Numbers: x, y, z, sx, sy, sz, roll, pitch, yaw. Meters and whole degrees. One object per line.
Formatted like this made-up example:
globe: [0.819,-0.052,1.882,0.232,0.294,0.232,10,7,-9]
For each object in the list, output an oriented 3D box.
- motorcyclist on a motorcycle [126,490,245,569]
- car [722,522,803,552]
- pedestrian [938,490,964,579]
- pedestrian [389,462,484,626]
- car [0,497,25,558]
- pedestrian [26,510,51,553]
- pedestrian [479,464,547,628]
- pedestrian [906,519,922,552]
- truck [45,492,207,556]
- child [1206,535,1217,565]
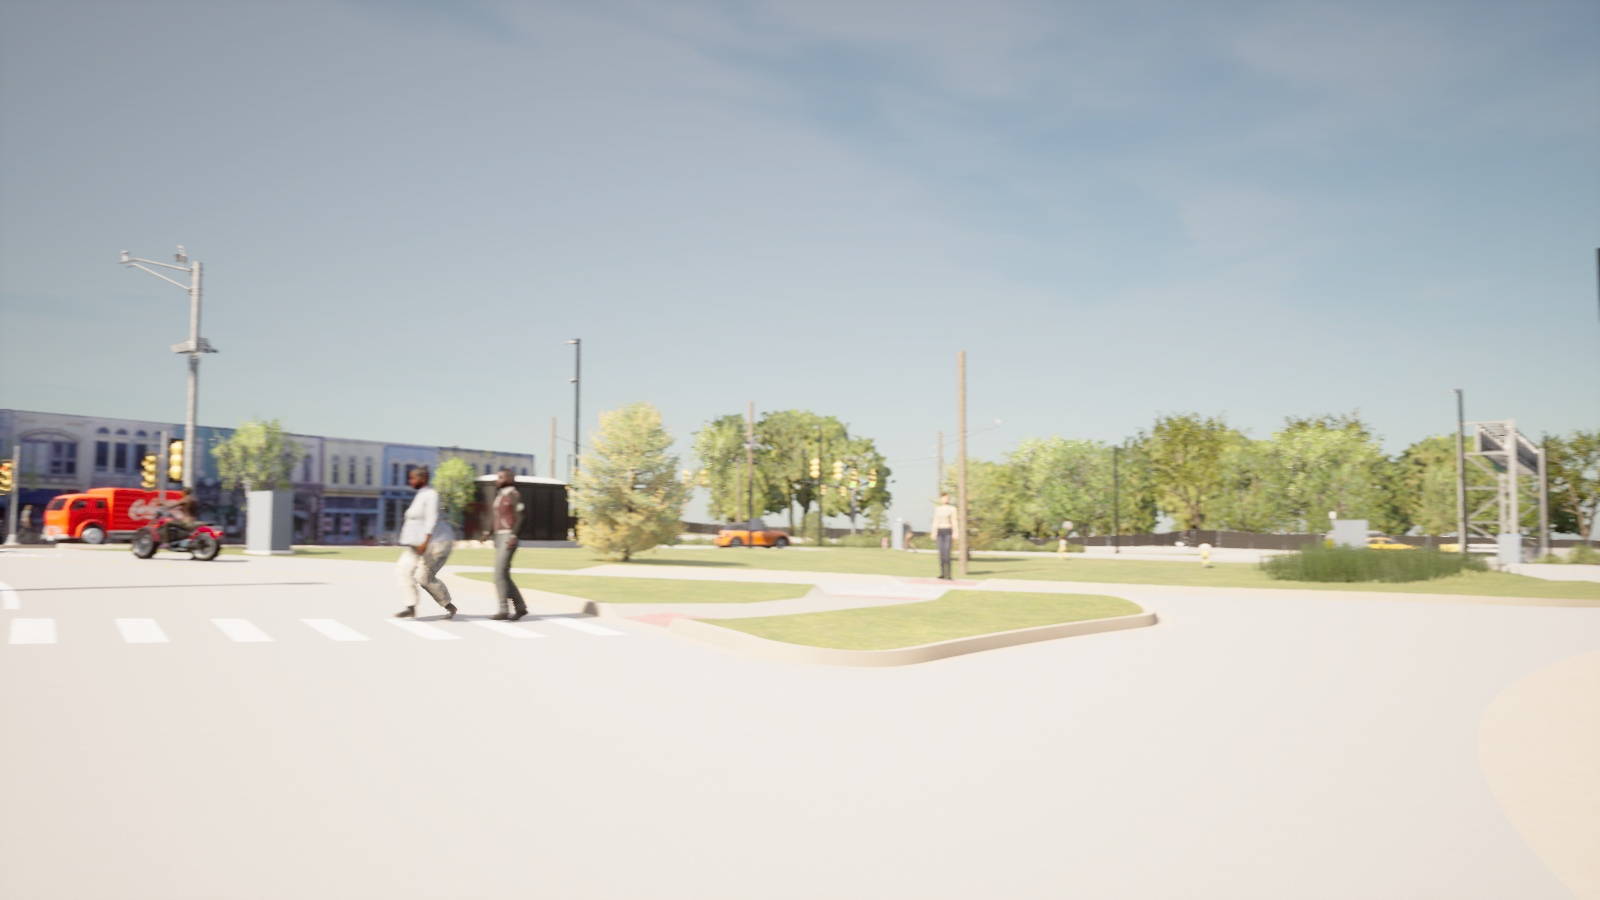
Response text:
motorcyclist on a motorcycle: [-13.283,1.720,27.146,2.350,1.649,0.766,0,-4,17]
car: [-2.306,5.377,77.816,4.553,1.767,2.097,1,-4,-25]
pedestrian: [3.162,1.768,26.272,0.345,1.836,0.594,-3,-5,26]
pedestrian: [-4.293,1.107,14.825,0.900,1.855,0.874,2,-5,-27]
car: [-21.374,1.917,31.102,3.806,1.475,1.970,-2,-5,27]
pedestrian: [-33.082,3.525,54.531,0.540,1.848,0.694,-4,-6,34]
pedestrian: [-3.460,1.155,15.151,0.666,1.930,0.402,3,-6,-35]
pedestrian: [6.342,4.752,69.757,0.694,1.848,0.540,-4,-6,41]
truck: [-27.780,3.117,51.908,2.627,2.467,5.204,-4,-6,36]
child: [17.255,4.192,52.659,0.270,1.263,0.437,-4,-6,35]
